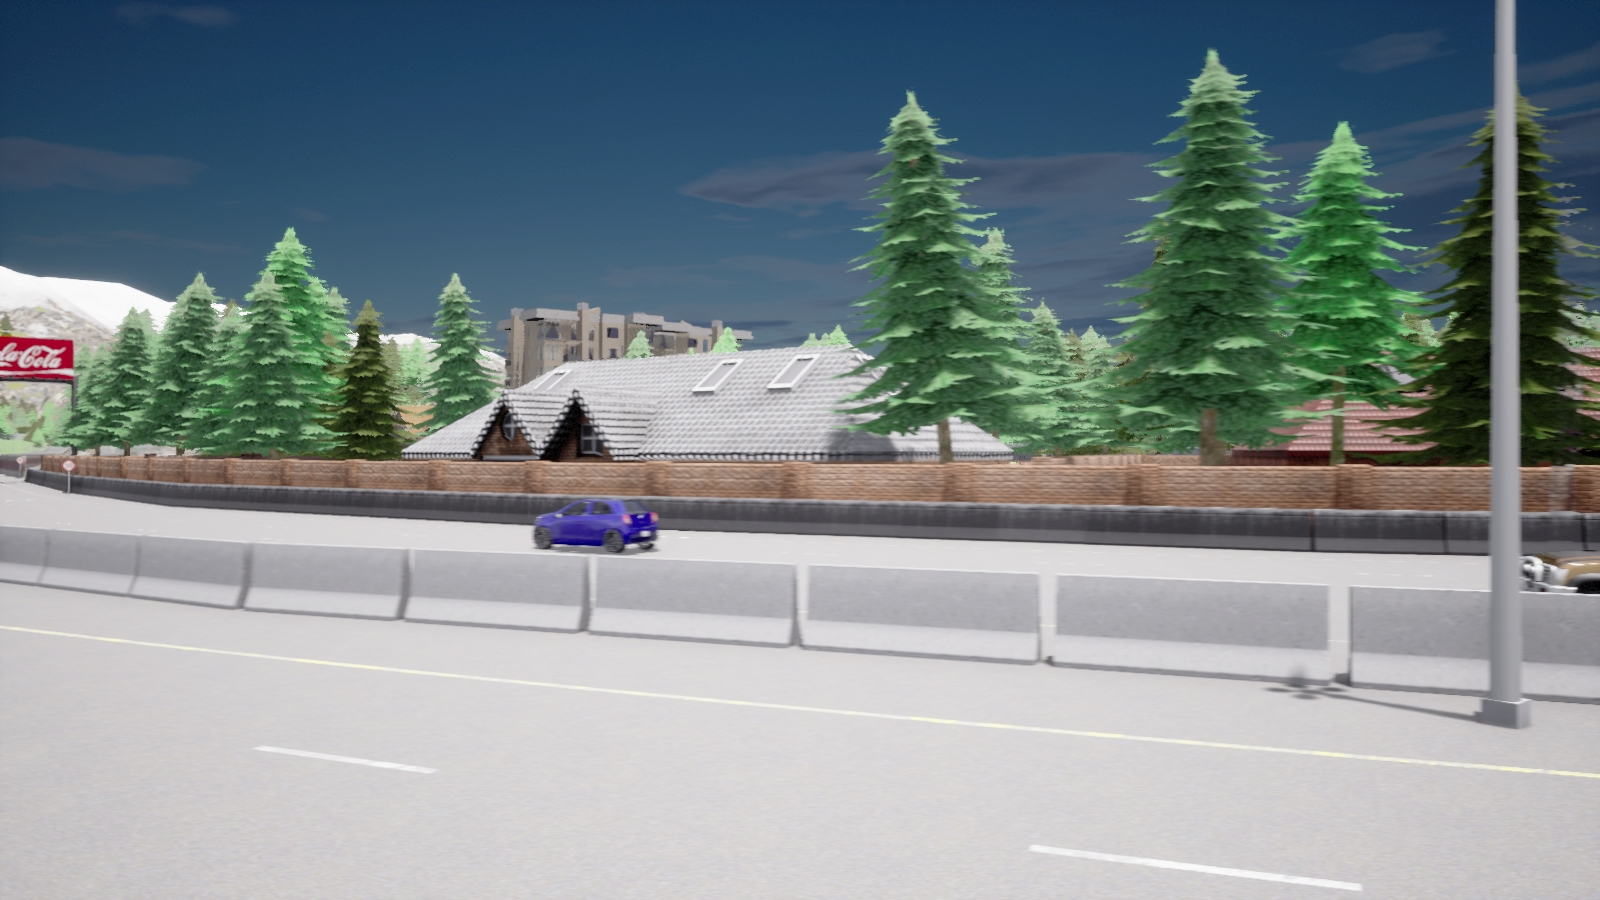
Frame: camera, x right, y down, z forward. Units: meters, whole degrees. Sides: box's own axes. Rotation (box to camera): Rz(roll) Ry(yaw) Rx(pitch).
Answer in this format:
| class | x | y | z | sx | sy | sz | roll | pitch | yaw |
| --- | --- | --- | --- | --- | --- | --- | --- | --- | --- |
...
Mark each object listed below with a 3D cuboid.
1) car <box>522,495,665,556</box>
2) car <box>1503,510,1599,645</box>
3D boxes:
| class | x | y | z | sx | sy | sz | roll | pitch | yaw |
| --- | --- | --- | --- | --- | --- | --- | --- | --- | --- |
| car | -5.869 | 2.088 | 32.435 | 3.633 | 1.501 | 1.845 | 0 | 0 | 28 |
| car | 13.380 | 1.900 | 17.035 | 4.605 | 1.855 | 1.932 | 0 | 0 | 17 |
